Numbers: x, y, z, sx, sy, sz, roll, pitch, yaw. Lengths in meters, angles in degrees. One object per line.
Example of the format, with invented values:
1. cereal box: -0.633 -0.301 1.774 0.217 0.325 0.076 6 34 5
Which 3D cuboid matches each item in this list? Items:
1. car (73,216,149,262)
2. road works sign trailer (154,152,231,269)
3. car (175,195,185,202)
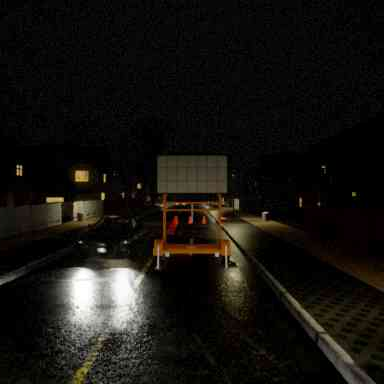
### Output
1. car: -2.740 1.574 12.071 1.994 1.385 4.181 0 0 0
2. road works sign trailer: 0.010 0.473 11.103 2.380 3.560 2.880 0 0 0
3. car: -2.687 1.633 77.800 2.150 2.045 5.566 0 -1 0
